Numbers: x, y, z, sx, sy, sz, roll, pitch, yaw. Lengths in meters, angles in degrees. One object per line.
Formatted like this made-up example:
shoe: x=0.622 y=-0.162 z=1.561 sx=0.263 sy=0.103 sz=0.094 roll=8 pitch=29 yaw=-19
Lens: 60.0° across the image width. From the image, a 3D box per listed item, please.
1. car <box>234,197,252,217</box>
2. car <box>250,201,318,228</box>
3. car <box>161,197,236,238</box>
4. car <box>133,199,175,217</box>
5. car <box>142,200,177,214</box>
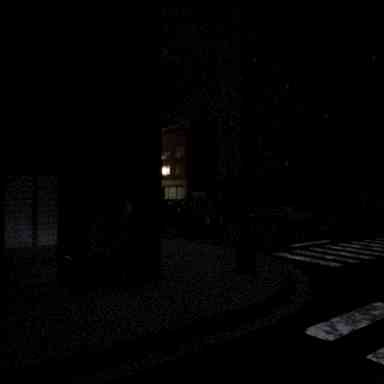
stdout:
car: x=2.945 y=1.348 z=27.164 sx=2.192 sy=1.841 sz=5.009 roll=1 pitch=0 yaw=-35
car: x=6.135 y=1.564 z=22.673 sx=1.752 sy=1.417 sz=4.829 roll=1 pitch=0 yaw=-35
car: x=-0.311 y=1.304 z=17.892 sx=2.192 sy=1.841 sz=5.009 roll=1 pitch=0 yaw=-35
car: x=-3.817 y=1.486 z=32.291 sx=1.882 sy=1.535 sz=5.008 roll=0 pitch=0 yaw=-35
car: x=-3.636 y=1.565 z=36.421 sx=1.887 sy=1.381 sz=4.507 roll=1 pitch=0 yaw=-35
